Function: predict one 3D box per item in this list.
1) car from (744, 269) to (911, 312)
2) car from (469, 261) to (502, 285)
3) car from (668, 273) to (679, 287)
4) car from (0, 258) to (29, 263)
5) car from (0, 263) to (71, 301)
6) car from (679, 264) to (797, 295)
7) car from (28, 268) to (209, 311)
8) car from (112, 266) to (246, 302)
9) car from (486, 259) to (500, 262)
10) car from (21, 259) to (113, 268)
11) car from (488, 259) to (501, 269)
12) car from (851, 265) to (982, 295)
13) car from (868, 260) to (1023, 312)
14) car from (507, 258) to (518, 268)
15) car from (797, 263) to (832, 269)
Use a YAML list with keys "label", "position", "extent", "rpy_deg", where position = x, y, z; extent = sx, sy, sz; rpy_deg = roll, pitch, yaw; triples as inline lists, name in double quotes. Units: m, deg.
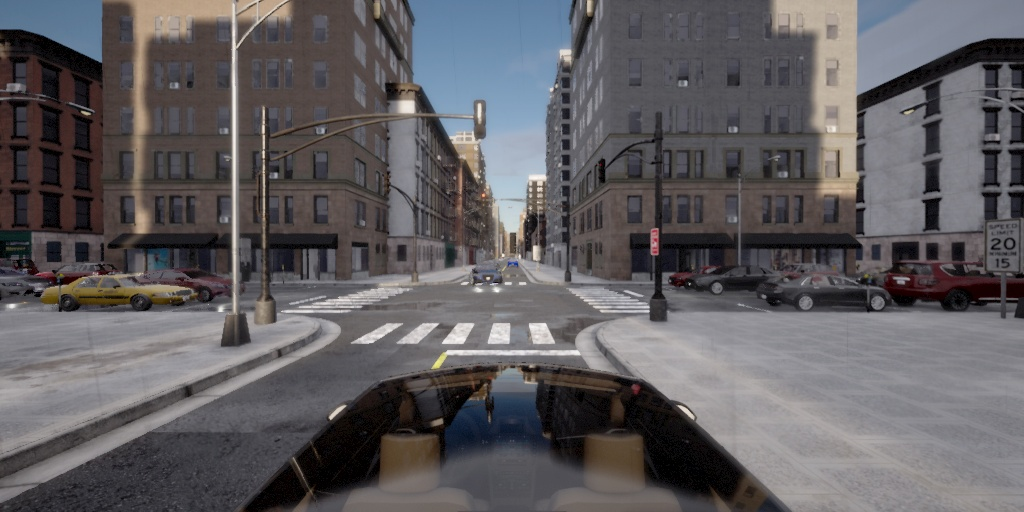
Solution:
- label: "car"
  position: [11.793, 1.320, 13.662]
  extent: [4.403, 1.370, 2.007]
  rpy_deg: [0, 0, 0]
- label: "car"
  position: [-1.961, 1.304, 25.555]
  extent: [1.994, 1.385, 4.181]
  rpy_deg: [0, 0, -12]
- label: "car"
  position: [11.820, 1.273, 21.687]
  extent: [4.507, 1.381, 1.888]
  rpy_deg: [0, 0, 0]
- label: "car"
  position: [-32.011, 1.035, 21.833]
  extent: [5.009, 1.841, 2.192]
  rpy_deg: [0, 0, 0]
- label: "car"
  position: [-23.930, 1.242, 16.312]
  extent: [4.902, 1.511, 2.128]
  rpy_deg: [0, 0, 0]
- label: "car"
  position: [11.921, 1.246, 19.143]
  extent: [4.892, 1.490, 1.837]
  rpy_deg: [0, 0, 0]
- label: "car"
  position: [-14.883, 1.290, 13.751]
  extent: [4.829, 1.417, 1.751]
  rpy_deg: [0, 0, 0]
- label: "car"
  position: [-14.774, 1.277, 16.265]
  extent: [4.674, 1.442, 1.812]
  rpy_deg: [0, 0, 0]
- label: "car"
  position: [-2.756, 1.250, 41.599]
  extent: [1.837, 1.490, 4.892]
  rpy_deg: [0, 0, 0]
- label: "car"
  position: [-26.349, 1.161, 21.814]
  extent: [4.097, 1.591, 1.967]
  rpy_deg: [0, 0, 0]
- label: "car"
  position: [-2.694, 1.253, 56.785]
  extent: [1.837, 1.490, 4.892]
  rpy_deg: [0, -1, 0]
- label: "car"
  position: [21.404, 1.249, 19.115]
  extent: [4.892, 1.490, 1.837]
  rpy_deg: [0, 0, 0]
- label: "car"
  position: [17.202, 1.086, 13.644]
  extent: [5.009, 1.841, 2.192]
  rpy_deg: [0, 0, 0]
- label: "car"
  position: [0.153, 1.225, 63.171]
  extent: [1.882, 1.535, 5.008]
  rpy_deg: [0, 0, 0]
- label: "car"
  position: [17.229, 1.169, 21.669]
  extent: [4.097, 1.591, 1.967]
  rpy_deg: [0, 0, 0]
